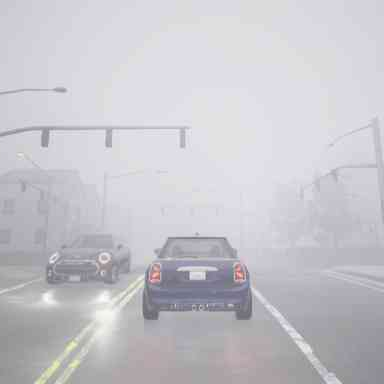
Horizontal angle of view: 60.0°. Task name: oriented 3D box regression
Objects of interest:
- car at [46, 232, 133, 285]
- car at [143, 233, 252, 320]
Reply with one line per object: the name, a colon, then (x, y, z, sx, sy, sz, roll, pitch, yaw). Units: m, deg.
car: (-3.541, 2.286, 12.284, 2.097, 1.767, 4.553, 0, -7, -1)
car: (0.102, 1.809, 8.253, 2.097, 1.767, 4.553, 0, -7, 0)
